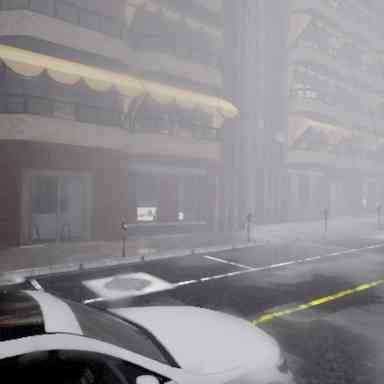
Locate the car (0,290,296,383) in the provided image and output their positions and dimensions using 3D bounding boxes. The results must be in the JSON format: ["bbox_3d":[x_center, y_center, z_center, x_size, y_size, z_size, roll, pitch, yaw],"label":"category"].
[{"bbox_3d":[-1.235,1.526,2.399,4.674,1.442,1.812,0,0,-35],"label":"car"}]
